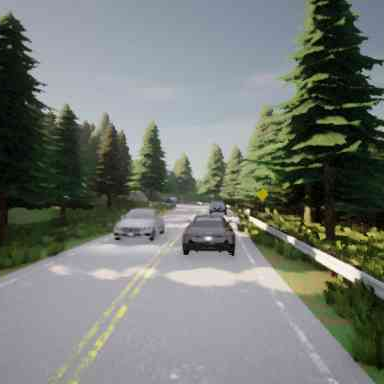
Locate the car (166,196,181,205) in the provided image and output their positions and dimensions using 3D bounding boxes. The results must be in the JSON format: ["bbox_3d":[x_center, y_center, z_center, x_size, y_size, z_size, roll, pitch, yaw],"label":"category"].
[{"bbox_3d":[-3.435,1.547,59.802,1.812,1.442,4.674,2,0,-19],"label":"car"}]

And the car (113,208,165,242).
[{"bbox_3d":[-2.494,1.558,16.805,1.812,1.442,4.674,0,0,4],"label":"car"}]

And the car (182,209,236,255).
[{"bbox_3d":[0.705,1.592,13.554,1.994,1.385,4.181,0,0,4],"label":"car"}]

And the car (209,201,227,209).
[{"bbox_3d":[2.678,1.621,34.718,2.033,1.411,5.357,0,0,5],"label":"car"}]
